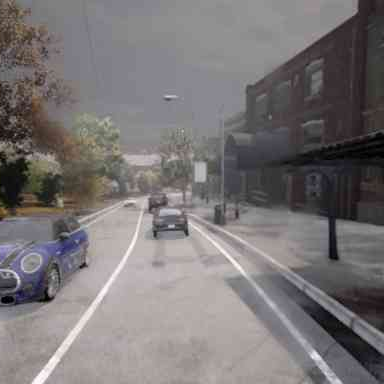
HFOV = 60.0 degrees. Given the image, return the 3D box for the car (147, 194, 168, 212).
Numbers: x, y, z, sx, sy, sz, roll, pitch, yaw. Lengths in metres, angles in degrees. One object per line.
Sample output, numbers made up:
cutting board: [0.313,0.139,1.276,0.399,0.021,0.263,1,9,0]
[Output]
car: [-3.955,1.191,38.713,2.150,2.045,5.566,-1,0,-8]

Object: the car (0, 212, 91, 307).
car: [-3.994,1.366,8.189,2.097,1.767,4.553,-1,0,-4]

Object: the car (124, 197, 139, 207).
car: [-9.300,1.555,50.839,1.812,1.442,4.674,-1,0,-7]

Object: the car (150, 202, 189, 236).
car: [-1.262,1.494,18.373,1.812,1.442,4.674,-1,0,-7]
